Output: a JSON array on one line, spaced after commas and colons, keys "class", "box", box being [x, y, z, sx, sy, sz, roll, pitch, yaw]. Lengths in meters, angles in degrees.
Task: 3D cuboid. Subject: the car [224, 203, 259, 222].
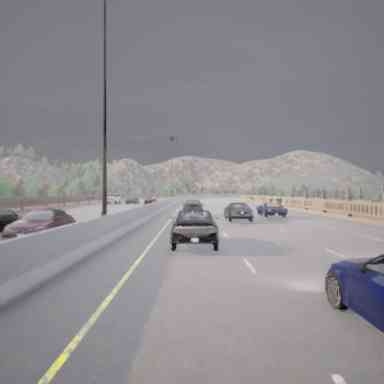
[{"class": "car", "box": [3.608, 1.536, 26.352, 2.033, 1.411, 5.357, 0, 0, 0]}]

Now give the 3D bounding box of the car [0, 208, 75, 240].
[{"class": "car", "box": [-7.084, 1.519, 15.941, 1.812, 1.442, 4.674, 0, 0, 0]}]

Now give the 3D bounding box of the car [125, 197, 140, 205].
[{"class": "car", "box": [-10.516, 1.523, 58.789, 2.033, 1.411, 5.357, 0, 0, 1]}]

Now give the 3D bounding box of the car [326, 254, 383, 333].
[{"class": "car", "box": [3.601, 1.524, 4.806, 1.812, 1.442, 4.674, 0, 0, 0]}]

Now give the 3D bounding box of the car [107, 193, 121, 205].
[{"class": "car", "box": [-14.022, 1.197, 58.728, 2.150, 2.045, 5.566, 0, 0, 1]}]

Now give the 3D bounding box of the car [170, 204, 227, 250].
[{"class": "car", "box": [0.104, 1.486, 14.243, 2.128, 1.511, 4.902, 0, 0, 0]}]

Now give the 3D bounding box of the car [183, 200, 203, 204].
[{"class": "car", "box": [0.109, 1.492, 31.823, 1.837, 1.490, 4.892, 0, 0, 0]}]

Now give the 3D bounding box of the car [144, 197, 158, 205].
[{"class": "car", "box": [-7.036, 1.577, 56.753, 1.895, 1.301, 4.718, 0, 0, 1]}]

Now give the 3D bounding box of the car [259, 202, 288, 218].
[{"class": "car", "box": [7.108, 1.588, 30.175, 1.895, 1.301, 4.718, 0, 0, 0]}]
